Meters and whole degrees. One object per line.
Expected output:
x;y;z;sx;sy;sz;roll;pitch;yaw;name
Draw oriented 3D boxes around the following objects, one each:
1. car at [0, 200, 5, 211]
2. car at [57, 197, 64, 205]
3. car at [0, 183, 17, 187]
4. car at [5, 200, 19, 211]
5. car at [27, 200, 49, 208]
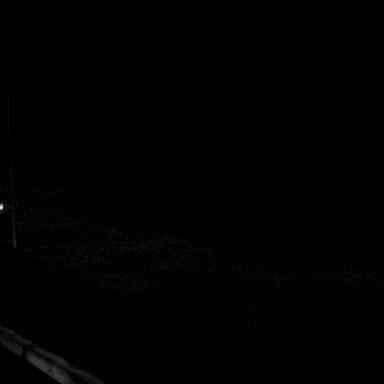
-23.595;1.758;37.807;1.801;1.575;5.366;-4;1;-10;car
-23.438;1.595;62.936;2.097;1.767;4.553;-5;-1;15;car
-46.000;-1.356;80.622;2.002;1.452;4.674;-6;-3;30;car
-24.275;1.824;43.306;1.812;1.442;4.674;-4;0;-4;car
-27.635;2.145;59.825;1.994;1.385;4.181;-5;-1;11;car
